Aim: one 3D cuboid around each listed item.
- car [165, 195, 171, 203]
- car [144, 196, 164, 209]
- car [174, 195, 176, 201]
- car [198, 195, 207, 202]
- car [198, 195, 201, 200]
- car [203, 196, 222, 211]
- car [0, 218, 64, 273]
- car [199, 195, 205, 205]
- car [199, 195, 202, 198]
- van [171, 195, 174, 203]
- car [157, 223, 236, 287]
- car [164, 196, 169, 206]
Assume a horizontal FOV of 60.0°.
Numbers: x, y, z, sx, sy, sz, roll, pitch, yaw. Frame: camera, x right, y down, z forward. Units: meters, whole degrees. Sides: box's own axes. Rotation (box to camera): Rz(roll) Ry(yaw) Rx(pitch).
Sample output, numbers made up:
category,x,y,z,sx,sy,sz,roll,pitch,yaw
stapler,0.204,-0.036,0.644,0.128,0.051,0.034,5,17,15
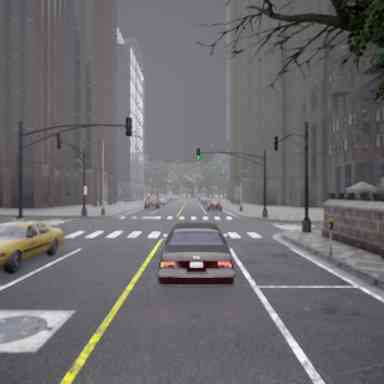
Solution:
category,x,y,z,sx,sy,sz,roll,pitch,yaw
car,-5.680,1.781,64.528,1.752,1.417,4.829,0,0,0
car,-5.701,1.504,48.386,2.192,1.841,5.009,0,0,0
car,-5.659,1.878,81.010,2.008,1.369,4.403,0,0,0
car,2.880,1.690,91.875,2.192,1.841,5.009,0,0,0
car,2.853,1.825,70.124,1.887,1.381,4.507,0,0,0
car,2.818,1.607,42.937,1.967,1.590,4.097,0,0,0
car,-5.749,1.566,10.808,1.752,1.417,4.829,0,0,0
car,2.839,1.785,59.249,2.008,1.369,4.403,0,0,0
car,2.846,1.802,64.687,1.887,1.381,4.507,0,0,0
van,-5.666,1.644,75.574,1.690,1.788,3.998,0,0,0
car,0.103,1.583,9.494,2.033,1.411,5.357,0,0,0
car,-5.686,1.816,59.260,1.802,1.307,4.206,0,0,0
